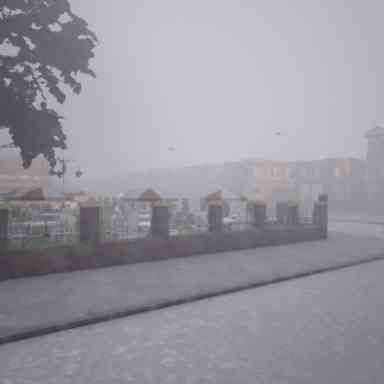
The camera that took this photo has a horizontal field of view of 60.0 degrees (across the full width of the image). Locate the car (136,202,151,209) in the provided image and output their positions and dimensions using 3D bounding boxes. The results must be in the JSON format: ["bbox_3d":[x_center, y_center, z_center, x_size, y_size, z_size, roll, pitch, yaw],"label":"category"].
[{"bbox_3d":[-5.401,1.666,42.754,1.882,1.535,5.008,1,-1,-35],"label":"car"}]
